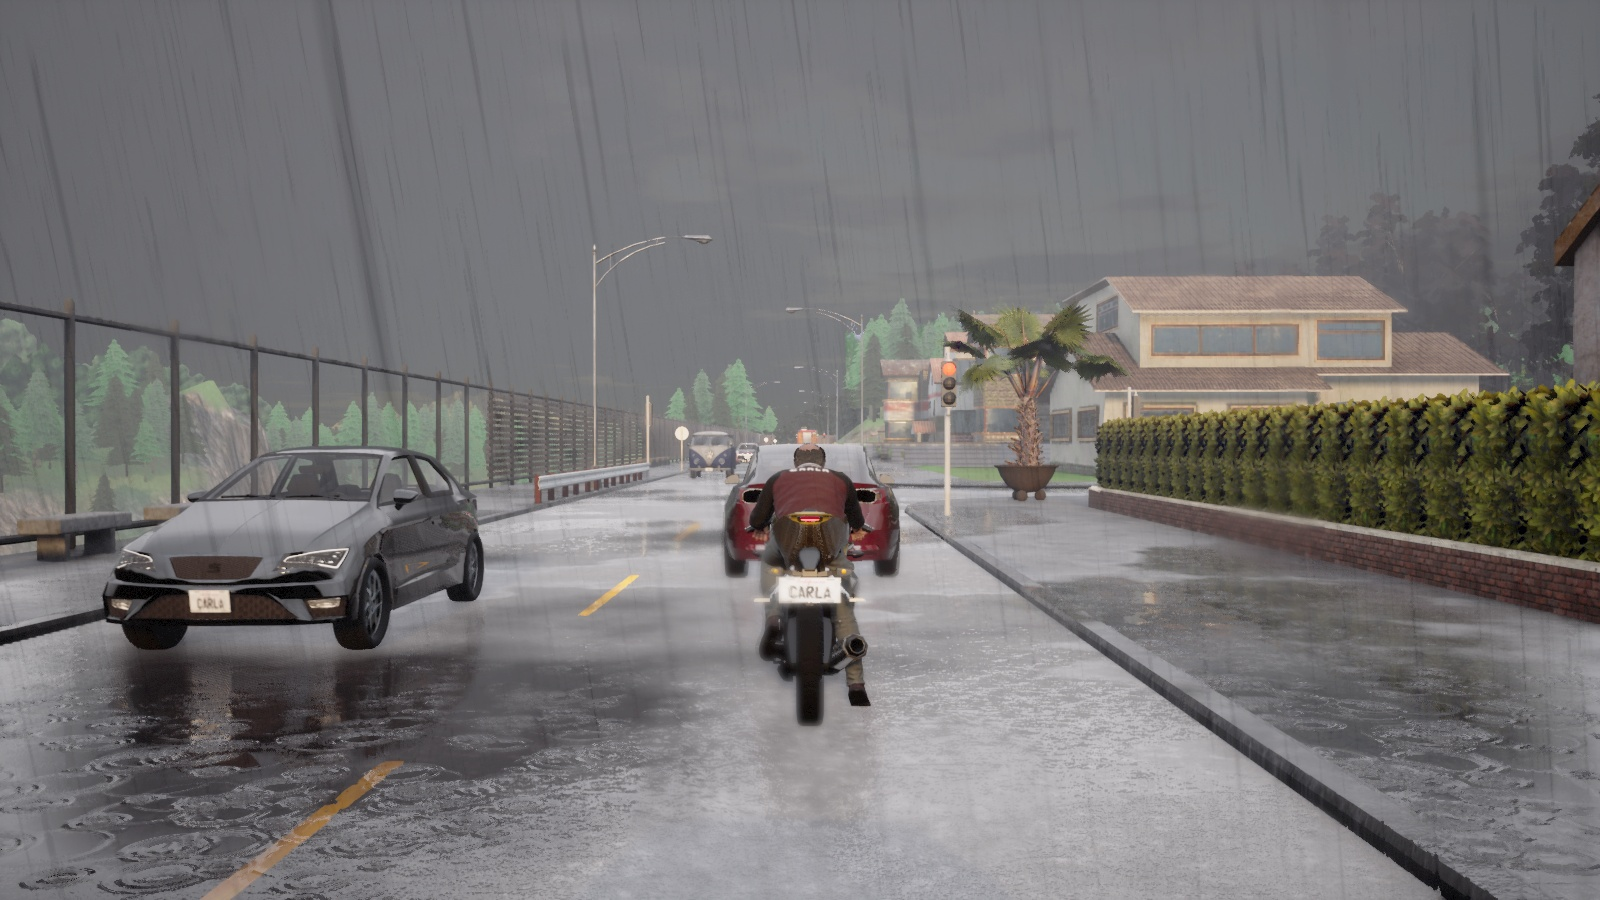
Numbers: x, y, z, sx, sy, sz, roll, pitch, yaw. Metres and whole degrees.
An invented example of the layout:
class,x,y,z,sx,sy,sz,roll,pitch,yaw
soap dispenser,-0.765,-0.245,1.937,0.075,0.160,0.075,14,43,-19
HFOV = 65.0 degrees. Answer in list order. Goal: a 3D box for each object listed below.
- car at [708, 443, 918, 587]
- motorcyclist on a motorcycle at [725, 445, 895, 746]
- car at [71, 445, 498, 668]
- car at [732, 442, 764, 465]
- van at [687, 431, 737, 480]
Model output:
class,x,y,z,sx,sy,sz,roll,pitch,yaw
car,0.124,0.660,15.372,2.163,1.488,4.792,0,0,0
motorcyclist on a motorcycle,0.056,0.739,7.498,0.866,1.530,2.191,0,0,0
car,-3.928,0.698,10.441,1.816,1.474,4.193,0,0,0
car,-3.515,0.228,85.237,1.970,1.475,3.806,0,0,0
van,-3.692,0.197,53.171,1.775,1.987,4.442,0,0,0
